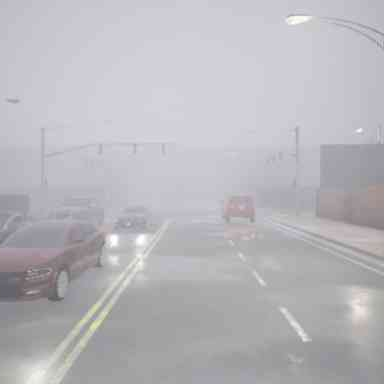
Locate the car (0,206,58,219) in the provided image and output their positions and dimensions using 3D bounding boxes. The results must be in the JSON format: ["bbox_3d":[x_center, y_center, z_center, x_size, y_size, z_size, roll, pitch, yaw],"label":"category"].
[{"bbox_3d":[-7.091,1.495,12.223,2.128,1.511,4.902,0,0,0],"label":"car"}]

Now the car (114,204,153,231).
[{"bbox_3d":[-3.522,1.534,20.768,1.837,1.490,4.892,0,0,0],"label":"car"}]

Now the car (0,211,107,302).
[{"bbox_3d":[-3.596,1.479,8.523,1.882,1.535,5.008,0,0,0],"label":"car"}]

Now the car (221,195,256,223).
[{"bbox_3d":[3.501,1.217,25.838,2.150,2.045,5.566,0,0,0],"label":"car"}]

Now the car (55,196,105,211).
[{"bbox_3d":[-7.022,1.263,20.759,2.150,2.045,5.566,0,0,0],"label":"car"}]
